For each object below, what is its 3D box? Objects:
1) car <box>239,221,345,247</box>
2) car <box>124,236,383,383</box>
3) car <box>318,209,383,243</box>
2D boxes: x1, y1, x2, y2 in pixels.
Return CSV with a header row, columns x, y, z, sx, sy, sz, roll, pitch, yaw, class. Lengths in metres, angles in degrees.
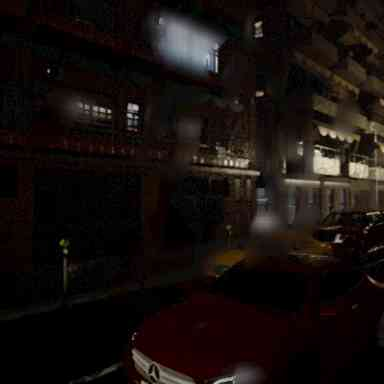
x,y,z,sx,sy,sz,roll,pitch,yaw,class
2.420,1.762,9.536,4.829,1.417,1.752,1,-2,-44,car
1.297,1.645,4.692,4.674,1.442,1.812,1,-2,-44,car
6.505,1.637,13.508,5.009,1.841,2.192,1,-2,-44,car
